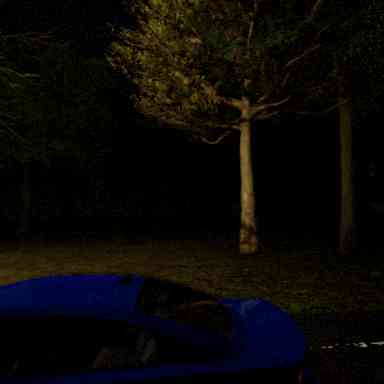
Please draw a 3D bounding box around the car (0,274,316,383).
[{"bbox_3d":[-1.448,1.592,3.106,5.008,1.535,1.882,-1,-2,-4],"label":"car"}]
